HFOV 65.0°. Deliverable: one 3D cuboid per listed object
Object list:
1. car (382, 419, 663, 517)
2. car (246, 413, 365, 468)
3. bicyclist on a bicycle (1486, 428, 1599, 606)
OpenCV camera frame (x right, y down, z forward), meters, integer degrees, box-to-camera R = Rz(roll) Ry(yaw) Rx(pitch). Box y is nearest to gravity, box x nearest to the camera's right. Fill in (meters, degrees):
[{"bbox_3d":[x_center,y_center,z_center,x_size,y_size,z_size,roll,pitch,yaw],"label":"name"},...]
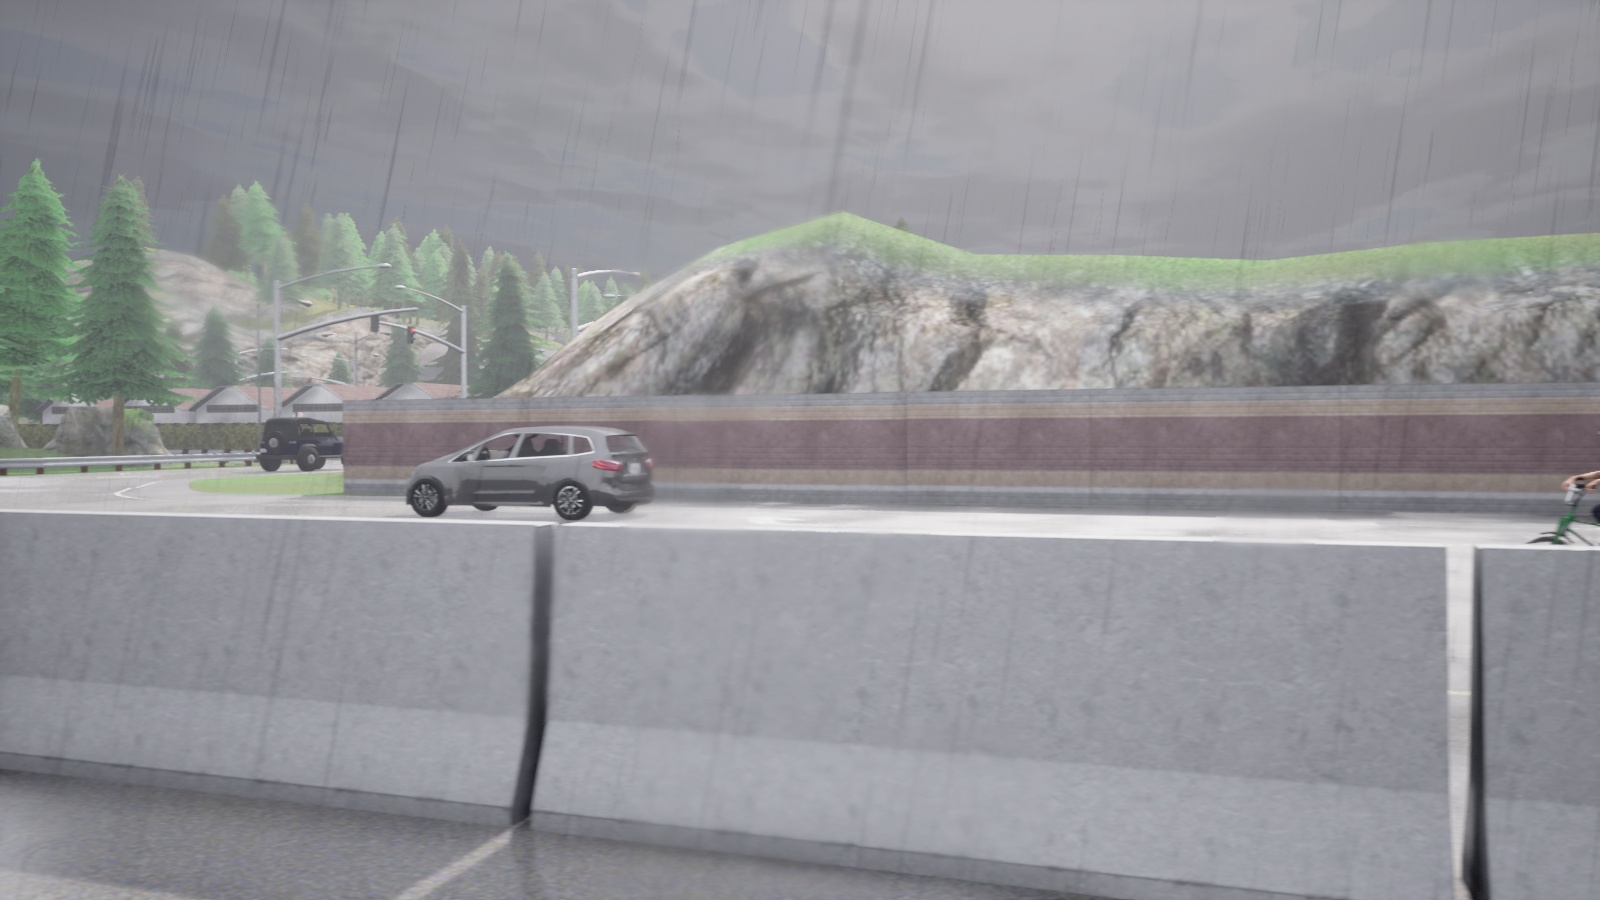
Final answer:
[{"bbox_3d":[-5.125,0.277,23.381,4.611,1.667,2.242,1,1,18],"label":"car"},{"bbox_3d":[-17.461,-0.352,44.527,1.905,1.878,3.866,1,1,18],"label":"car"},{"bbox_3d":[7.378,0.602,11.782,1.509,1.612,0.866,1,1,19],"label":"bicyclist on a bicycle"}]
